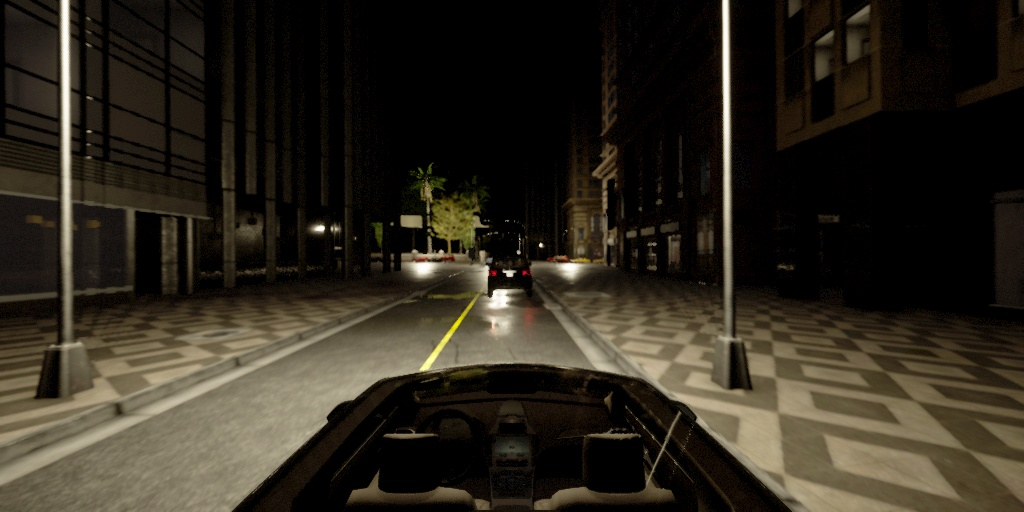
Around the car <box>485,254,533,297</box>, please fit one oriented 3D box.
[{"bbox_3d":[-0.113,0.897,18.628,2.150,2.045,5.566,0,1,0],"label":"car"}]
